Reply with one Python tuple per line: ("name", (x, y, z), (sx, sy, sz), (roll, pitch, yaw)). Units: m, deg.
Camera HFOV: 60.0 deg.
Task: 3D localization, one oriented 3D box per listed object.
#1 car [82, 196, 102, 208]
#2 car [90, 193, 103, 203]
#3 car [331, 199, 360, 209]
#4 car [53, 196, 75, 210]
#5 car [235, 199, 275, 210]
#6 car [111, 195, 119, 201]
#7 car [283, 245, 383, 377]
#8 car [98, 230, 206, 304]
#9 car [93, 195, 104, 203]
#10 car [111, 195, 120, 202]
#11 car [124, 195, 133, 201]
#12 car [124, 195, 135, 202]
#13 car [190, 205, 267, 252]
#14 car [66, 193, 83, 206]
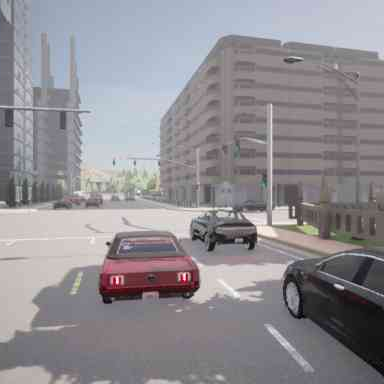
("car", (-14.703, 1.601, 49.235), (1.895, 1.301, 4.718), (0, 0, -13))
("car", (-17.087, 1.218, 59.116), (2.150, 2.045, 5.566), (0, 0, -13))
("car", (18.187, 1.603, 40.558), (5.357, 1.411, 2.033), (0, 0, -14))
("car", (-16.986, 1.601, 43.775), (1.895, 1.301, 4.718), (0, 0, -14))
("car", (6.987, 1.560, 37.768), (4.892, 1.490, 1.837), (0, 0, -14))
("car", (-20.536, 1.548, 88.376), (1.994, 1.385, 4.181), (0, 0, -14))
("car", (2.877, 1.504, 4.585), (1.837, 1.490, 4.892), (0, 0, -7))
("car", (-1.173, 1.601, 8.230), (1.895, 1.301, 4.718), (0, 0, -11))
("car", (-20.034, 1.525, 71.506), (2.128, 1.511, 4.902), (0, 0, -14))
("car", (-18.155, 1.548, 78.589), (1.994, 1.385, 4.181), (0, 0, -14))
("car", (-17.135, 1.535, 89.204), (2.033, 1.411, 5.357), (0, 0, -14))
("car", (-14.764, 1.591, 79.457), (1.895, 1.301, 4.718), (0, 0, -14))
("car", (1.155, 1.492, 14.081), (2.128, 1.511, 4.902), (0, 0, -12))
("car", (-19.523, 1.224, 54.257), (2.150, 2.045, 5.566), (0, 0, -13))
